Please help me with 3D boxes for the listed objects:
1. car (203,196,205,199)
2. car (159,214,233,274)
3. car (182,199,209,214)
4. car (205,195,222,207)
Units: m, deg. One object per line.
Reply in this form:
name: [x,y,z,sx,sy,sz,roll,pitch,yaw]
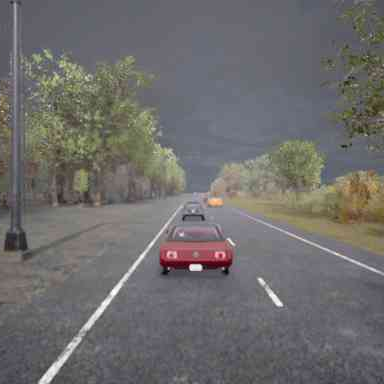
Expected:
car: [3.524,1.408,73.203,2.097,1.767,4.553,0,0,0]
car: [0.101,1.608,10.543,1.895,1.301,4.718,0,0,0]
car: [0.108,1.566,28.599,2.033,1.411,5.357,0,0,0]
car: [3.615,1.389,53.204,2.097,1.767,4.553,0,0,0]
